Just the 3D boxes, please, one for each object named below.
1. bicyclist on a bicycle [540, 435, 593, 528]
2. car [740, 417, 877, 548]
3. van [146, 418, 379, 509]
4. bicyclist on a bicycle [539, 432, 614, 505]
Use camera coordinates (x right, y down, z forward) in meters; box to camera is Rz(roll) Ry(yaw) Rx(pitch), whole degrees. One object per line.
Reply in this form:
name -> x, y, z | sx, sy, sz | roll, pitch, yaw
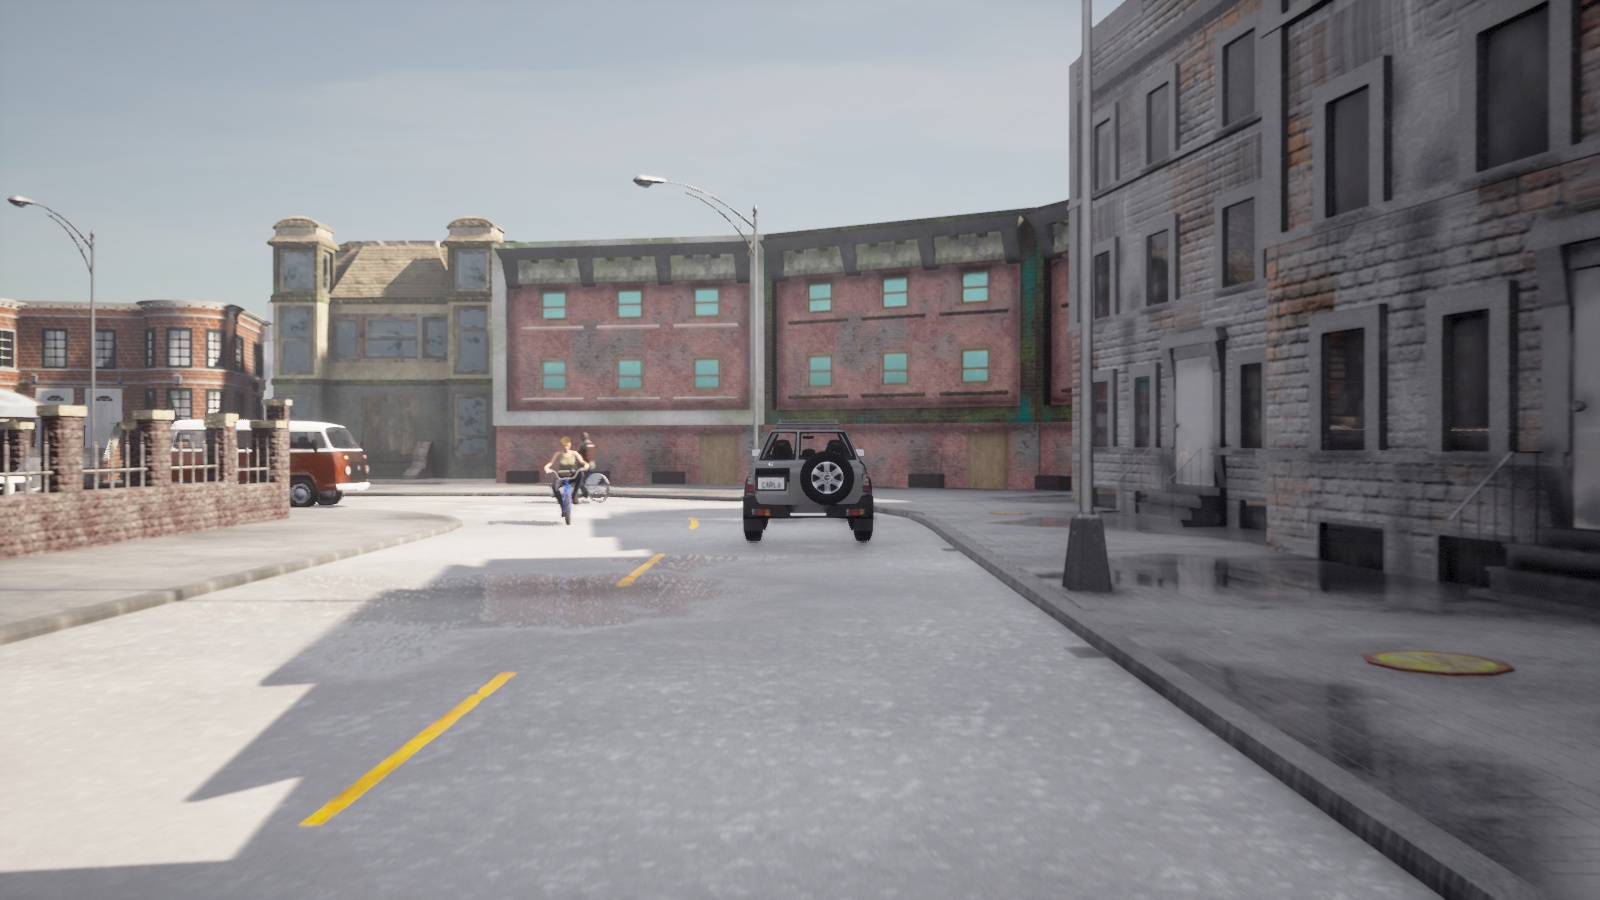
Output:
bicyclist on a bicycle -> -4.233, 0.552, 22.866 | 0.866, 1.612, 1.509 | -2, 1, -9
car -> 0.130, 0.450, 20.062 | 1.932, 1.855, 4.605 | 0, 0, 0
van -> -12.314, 0.297, 28.993 | 4.480, 2.038, 2.069 | 0, 0, 1
bicyclist on a bicycle -> -5.587, 0.437, 31.396 | 1.843, 1.776, 0.659 | 1, 2, 30
